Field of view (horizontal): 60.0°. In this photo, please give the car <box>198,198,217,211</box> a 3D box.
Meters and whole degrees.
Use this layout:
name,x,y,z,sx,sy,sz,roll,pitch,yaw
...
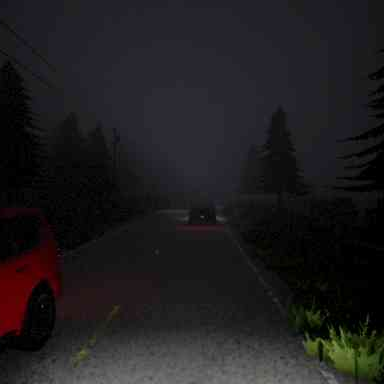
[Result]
name,x,y,z,sx,sy,sz,roll,pitch,yaw
car,1.966,1.516,41.791,2.128,1.511,4.902,0,0,5

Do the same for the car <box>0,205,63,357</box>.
name,x,y,z,sx,sy,sz,roll,pitch,yaw
car,-3.228,1.214,3.269,2.150,2.045,5.566,0,0,1

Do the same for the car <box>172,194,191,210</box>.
name,x,y,z,sx,sy,sz,roll,pitch,yaw
car,-1.222,1.238,44.215,2.150,2.045,5.566,0,0,6

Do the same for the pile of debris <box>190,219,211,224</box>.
name,x,y,z,sx,sy,sz,roll,pitch,yaw
pile of debris,0.649,2.189,24.665,1.500,0.140,1.860,0,0,2

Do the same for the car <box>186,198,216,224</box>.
name,x,y,z,sx,sy,sz,roll,pitch,yaw
car,0.783,1.491,24.618,1.882,1.535,5.008,0,0,2
